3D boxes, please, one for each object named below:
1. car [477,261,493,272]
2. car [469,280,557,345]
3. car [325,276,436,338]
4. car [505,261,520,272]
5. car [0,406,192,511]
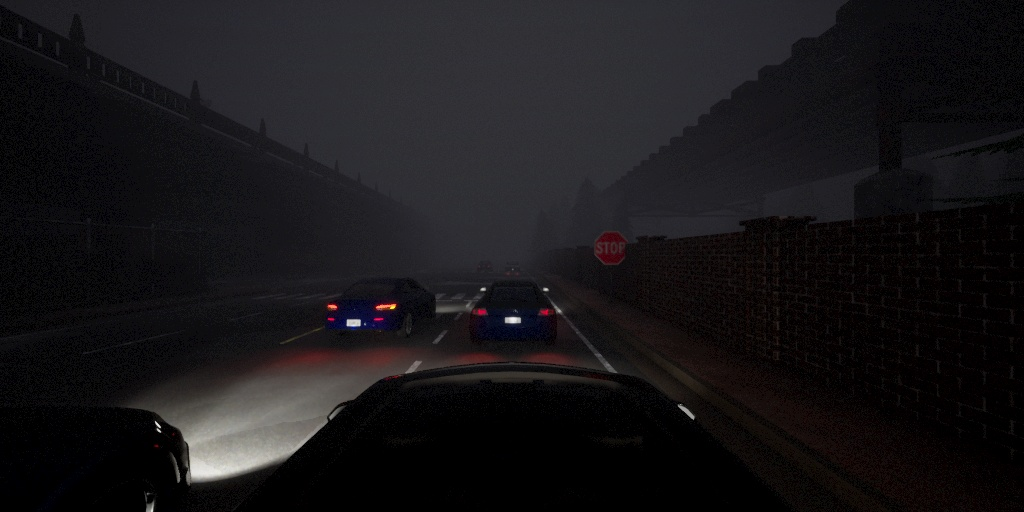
[{"bbox_3d":[-3.429,1.297,46.052,2.033,1.411,5.357,0,0,-1],"label":"car"},{"bbox_3d":[0.062,1.314,9.511,1.994,1.385,4.181,0,0,1],"label":"car"},{"bbox_3d":[-3.420,1.276,10.031,1.812,1.442,4.674,0,0,0],"label":"car"},{"bbox_3d":[0.065,1.351,46.246,1.895,1.301,4.718,0,0,-1],"label":"car"},{"bbox_3d":[-3.399,1.314,0.935,1.994,1.385,4.181,0,0,0],"label":"car"}]
